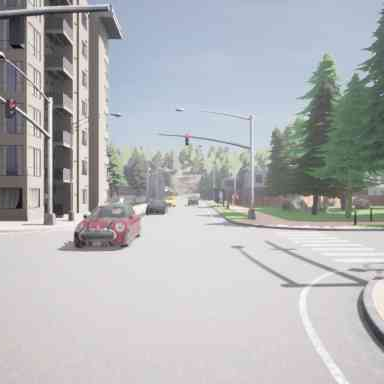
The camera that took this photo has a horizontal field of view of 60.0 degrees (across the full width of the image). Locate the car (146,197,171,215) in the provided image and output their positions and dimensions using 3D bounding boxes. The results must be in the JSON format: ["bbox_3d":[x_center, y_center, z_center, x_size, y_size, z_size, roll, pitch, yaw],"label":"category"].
[{"bbox_3d":[-3.482,1.478,33.594,1.882,1.535,5.008,0,1,0],"label":"car"}]

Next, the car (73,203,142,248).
[{"bbox_3d":[-3.551,1.349,14.673,2.097,1.767,4.553,0,0,0],"label":"car"}]

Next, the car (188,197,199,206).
[{"bbox_3d":[0.196,1.547,55.737,2.033,1.411,5.357,0,0,0],"label":"car"}]

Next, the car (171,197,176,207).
[{"bbox_3d":[-3.404,1.478,49.887,1.882,1.535,5.008,0,1,0],"label":"car"}]
